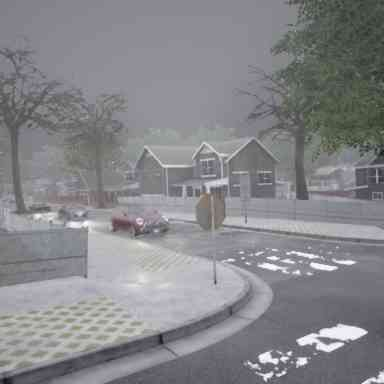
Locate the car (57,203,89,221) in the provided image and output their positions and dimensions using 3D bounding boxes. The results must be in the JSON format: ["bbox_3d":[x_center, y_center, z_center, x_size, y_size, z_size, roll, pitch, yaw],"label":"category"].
[{"bbox_3d":[-11.179,1.789,31.055,2.128,1.511,4.902,-3,1,-35],"label":"car"}]

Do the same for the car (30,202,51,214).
[{"bbox_3d":[-19.770,2.034,43.435,1.895,1.301,4.718,-3,1,-35],"label":"car"}]

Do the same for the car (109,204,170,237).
[{"bbox_3d":[-3.217,1.534,19.692,2.097,1.767,4.553,-3,2,-35],"label":"car"}]
